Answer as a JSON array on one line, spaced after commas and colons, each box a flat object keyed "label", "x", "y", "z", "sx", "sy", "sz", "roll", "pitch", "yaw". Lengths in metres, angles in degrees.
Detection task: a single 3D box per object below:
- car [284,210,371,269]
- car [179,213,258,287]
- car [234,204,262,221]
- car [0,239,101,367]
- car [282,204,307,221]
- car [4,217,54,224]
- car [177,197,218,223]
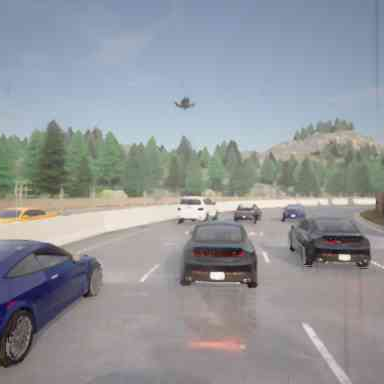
[{"label": "car", "x": 4.604, "y": 1.604, "z": 11.704, "sx": 1.837, "sy": 1.490, "sz": 4.892, "roll": 0, "pitch": 0, "yaw": 8}, {"label": "car", "x": 0.801, "y": 1.568, "z": 9.557, "sx": 1.837, "sy": 1.490, "sz": 4.892, "roll": 0, "pitch": 0, "yaw": 6}, {"label": "car", "x": 4.606, "y": 1.683, "z": 27.125, "sx": 2.128, "sy": 1.511, "sz": 4.902, "roll": 0, "pitch": 0, "yaw": 17}, {"label": "car", "x": -3.073, "y": 1.541, "z": 5.709, "sx": 1.812, "sy": 1.442, "sz": 4.674, "roll": 0, "pitch": 0, "yaw": 3}, {"label": "car", "x": 8.885, "y": 1.755, "z": 28.872, "sx": 1.812, "sy": 1.442, "sz": 4.674, "roll": 0, "pitch": 0, "yaw": 19}, {"label": "car", "x": -8.884, "y": 1.523, "z": 16.970, "sx": 1.882, "sy": 1.535, "sz": 5.008, "roll": 0, "pitch": -1, "yaw": 10}, {"label": "car", "x": 0.531, "y": 1.380, "z": 25.861, "sx": 2.150, "sy": 2.045, "sz": 5.566, "roll": 0, "pitch": 0, "yaw": 16}]
